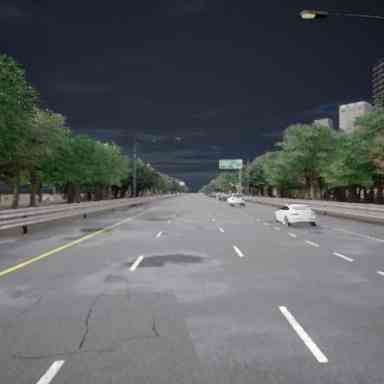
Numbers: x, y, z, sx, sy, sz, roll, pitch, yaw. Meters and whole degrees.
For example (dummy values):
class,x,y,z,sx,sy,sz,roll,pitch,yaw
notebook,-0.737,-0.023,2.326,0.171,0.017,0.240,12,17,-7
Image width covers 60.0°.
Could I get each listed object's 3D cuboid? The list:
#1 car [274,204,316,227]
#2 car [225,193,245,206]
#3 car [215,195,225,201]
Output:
class,x,y,z,sx,sy,sz,roll,pitch,yaw
car,7.023,1.546,22.845,1.812,1.442,4.674,0,0,0
car,7.146,1.255,53.848,2.150,2.045,5.566,0,0,0
car,7.341,1.560,80.938,1.812,1.442,4.674,0,0,1
